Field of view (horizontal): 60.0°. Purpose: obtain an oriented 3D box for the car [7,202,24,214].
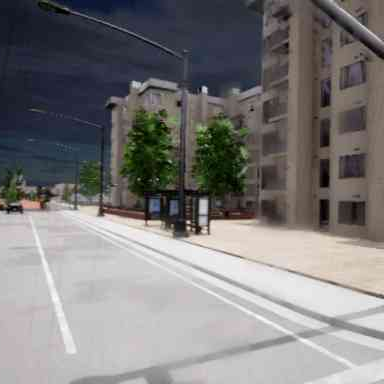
[{"bbox_3d":[-23.801,2.136,44.821,1.882,1.535,5.008,2,-2,-27],"label":"car"}]
